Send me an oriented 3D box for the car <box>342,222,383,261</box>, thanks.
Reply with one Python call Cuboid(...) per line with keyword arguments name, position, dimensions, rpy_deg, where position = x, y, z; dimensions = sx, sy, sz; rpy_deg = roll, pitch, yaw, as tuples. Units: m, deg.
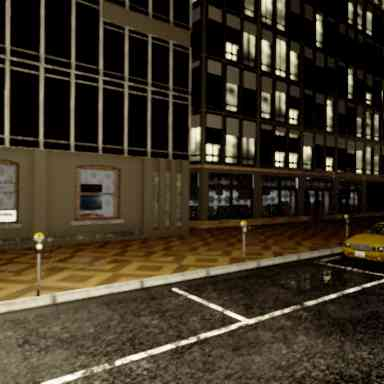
Cuboid(name="car", position=(7.143, 1.608, 11.671), dimensions=(4.829, 1.417, 1.752), rpy_deg=(0, 0, -36))
